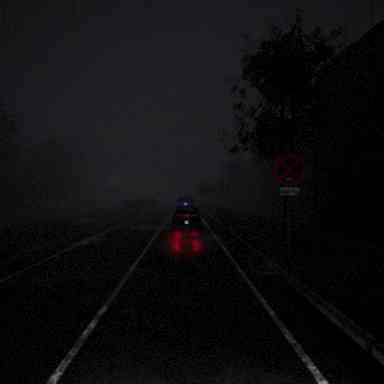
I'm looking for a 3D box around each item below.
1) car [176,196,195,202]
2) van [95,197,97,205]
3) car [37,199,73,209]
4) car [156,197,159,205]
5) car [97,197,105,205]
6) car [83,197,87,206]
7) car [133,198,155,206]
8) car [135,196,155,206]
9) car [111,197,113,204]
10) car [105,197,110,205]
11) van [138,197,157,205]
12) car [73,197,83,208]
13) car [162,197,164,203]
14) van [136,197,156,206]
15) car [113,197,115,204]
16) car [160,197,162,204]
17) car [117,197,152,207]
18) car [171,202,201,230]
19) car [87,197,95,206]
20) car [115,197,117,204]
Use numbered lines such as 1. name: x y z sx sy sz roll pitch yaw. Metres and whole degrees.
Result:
1. car: -0.776 1.563 40.496 2.150 2.045 5.566 0 -1 -1
2. van: -23.602 2.056 72.182 4.442 1.987 1.878 0 -1 -1
3. car: -23.120 2.034 55.483 5.008 1.535 2.097 0 -1 -1
4. car: -10.378 1.929 69.733 5.566 2.045 2.435 0 -1 -1
5. car: -23.608 2.424 77.750 4.674 1.452 2.002 0 -1 -1
6. car: -23.305 2.184 63.835 4.674 1.452 2.002 0 -1 -1
7. car: -10.379 2.102 72.532 4.553 1.767 2.185 0 -1 -1
8. car: -10.196 1.799 61.326 5.566 2.045 2.435 0 -1 -1
9. car: -23.774 2.567 86.103 4.792 1.488 2.163 0 -1 -1
10. car: -23.489 2.431 80.539 5.366 1.575 1.946 0 -1 -1
11. van: -10.718 2.157 80.938 4.442 1.987 1.878 0 -1 -1
12. car: -23.248 2.103 61.049 5.008 1.535 2.097 0 -1 -1
13. car: -10.760 2.235 86.546 5.566 2.045 2.435 0 -1 -1
14. van: -10.358 2.053 75.339 4.442 1.987 1.878 0 -1 -1
15. car: -23.896 2.619 88.886 4.792 1.488 2.163 0 -1 -1
16. car: -10.660 2.434 83.739 5.008 1.535 2.097 0 -1 -1
17. car: -10.101 2.014 58.523 4.892 1.521 2.231 0 -1 -1
18. car: -0.390 1.686 22.948 2.128 1.511 4.902 0 -1 -1
19. car: -23.393 2.107 69.404 4.553 1.767 2.185 0 -1 -1
20. car: -23.905 2.391 91.675 5.566 2.045 2.435 0 -1 -1
